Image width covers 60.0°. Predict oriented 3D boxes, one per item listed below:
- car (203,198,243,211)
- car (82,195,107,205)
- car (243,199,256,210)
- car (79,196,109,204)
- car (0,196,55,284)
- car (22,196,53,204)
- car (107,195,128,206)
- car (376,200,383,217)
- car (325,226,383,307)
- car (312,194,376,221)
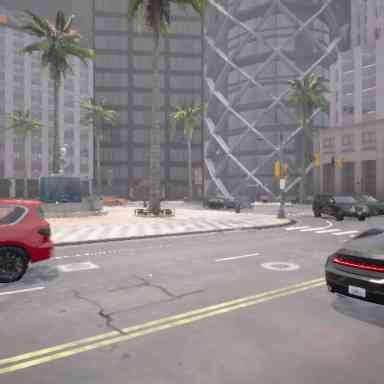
[{"bbox_3d":[3.525,1.477,41.803,1.882,1.535,5.008,0,0,-43],"label":"car"},{"bbox_3d":[-16.134,1.351,51.540,4.553,1.767,2.097,0,0,5],"label":"car"},{"bbox_3d":[6.108,1.491,44.045,2.128,1.511,4.902,0,0,-42],"label":"car"},{"bbox_3d":[-18.294,1.478,62.134,5.008,1.535,1.882,0,0,2],"label":"car"},{"bbox_3d":[-6.329,1.221,8.049,5.566,2.045,2.150,0,0,-36],"label":"car"},{"bbox_3d":[-28.454,1.492,61.334,4.902,1.511,2.128,0,0,-10],"label":"car"},{"bbox_3d":[-12.927,1.351,54.607,4.553,1.767,2.097,0,0,8],"label":"car"},{"bbox_3d":[15.828,1.222,31.308,2.150,2.045,5.566,0,0,-35],"label":"car"},{"bbox_3d":[4.893,1.505,7.279,4.892,1.490,1.837,0,0,-35],"label":"car"},{"bbox_3d":[12.000,1.221,27.226,2.150,2.045,5.566,1,0,-8],"label":"car"}]
